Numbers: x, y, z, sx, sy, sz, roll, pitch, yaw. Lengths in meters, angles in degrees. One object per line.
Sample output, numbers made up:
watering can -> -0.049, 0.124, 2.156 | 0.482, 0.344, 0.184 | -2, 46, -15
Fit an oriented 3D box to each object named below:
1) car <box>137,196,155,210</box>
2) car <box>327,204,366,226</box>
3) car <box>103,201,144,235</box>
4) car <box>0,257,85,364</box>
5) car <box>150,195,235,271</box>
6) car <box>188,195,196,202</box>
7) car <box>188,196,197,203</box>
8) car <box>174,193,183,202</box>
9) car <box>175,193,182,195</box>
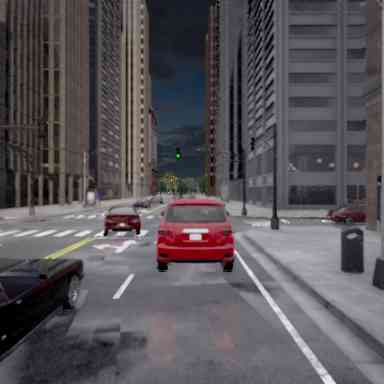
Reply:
car -> -6.574, 1.584, 44.383 | 2.033, 1.411, 5.357 | 0, 0, 0
car -> 11.778, 1.558, 22.969 | 4.674, 1.442, 1.812 | 0, 0, 1
car -> -4.045, 1.496, 19.102 | 1.882, 1.535, 5.008 | 0, 0, -13
car -> -3.149, 1.607, 4.851 | 1.895, 1.301, 4.718 | 0, 0, 0
car -> 0.105, 1.234, 11.073 | 2.150, 2.045, 5.566 | 0, 0, 0
car -> 0.023, 1.546, 80.806 | 2.033, 1.411, 5.357 | 0, 0, 0
car -> 0.020, 1.559, 70.586 | 1.837, 1.490, 4.892 | 0, 0, 0
car -> -3.226, 1.230, 80.801 | 2.150, 2.045, 5.566 | 0, 0, 0
car -> -3.230, 1.414, 70.557 | 2.097, 1.767, 4.553 | 0, 0, 0
